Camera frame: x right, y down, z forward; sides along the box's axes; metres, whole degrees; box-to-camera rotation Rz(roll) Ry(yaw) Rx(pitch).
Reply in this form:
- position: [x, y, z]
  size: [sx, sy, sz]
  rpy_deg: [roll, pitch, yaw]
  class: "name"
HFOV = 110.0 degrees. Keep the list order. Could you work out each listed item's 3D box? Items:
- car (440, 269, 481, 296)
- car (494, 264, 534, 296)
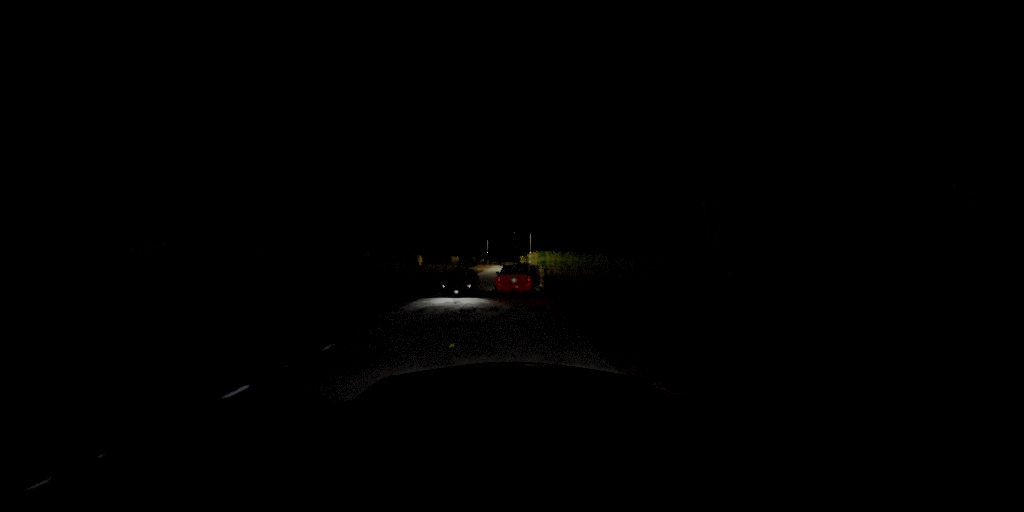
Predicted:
- position: [-2.843, 1.479, 20.977]
  size: [2.033, 1.411, 5.357]
  rpy_deg: [0, -1, 0]
  class: "car"
- position: [0.105, 1.280, 20.716]
  size: [2.097, 1.767, 4.553]
  rpy_deg: [0, -1, 0]
  class: "car"
